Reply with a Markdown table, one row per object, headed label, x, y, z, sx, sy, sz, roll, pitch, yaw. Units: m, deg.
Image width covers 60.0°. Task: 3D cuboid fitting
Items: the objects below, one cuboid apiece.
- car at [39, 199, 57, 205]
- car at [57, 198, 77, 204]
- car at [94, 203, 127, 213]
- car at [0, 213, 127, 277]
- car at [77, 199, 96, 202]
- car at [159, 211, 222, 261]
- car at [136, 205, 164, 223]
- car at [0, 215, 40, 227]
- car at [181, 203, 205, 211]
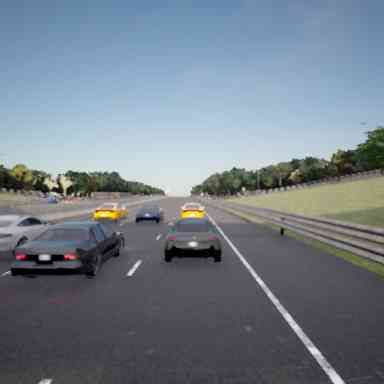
| label | x | y | z | sx | sy | sz | roll | pitch | yaw |
| --- | --- | --- | --- | --- | --- | --- | --- | --- | --- |
| car | -24.998 | 1.933 | 58.300 | 1.882 | 1.535 | 5.008 | 0 | 0 | -1 |
| car | -21.514 | 1.812 | 58.643 | 2.097 | 1.767 | 4.553 | 0 | 0 | -1 |
| car | -6.943 | 1.695 | 28.710 | 1.882 | 1.535 | 5.008 | 0 | 0 | 0 |
| car | -3.471 | 1.619 | 10.396 | 2.033 | 1.411 | 5.357 | 0 | 0 | 1 |
| car | -18.017 | 1.939 | 58.689 | 1.882 | 1.535 | 5.008 | 0 | 0 | -1 |
| car | 0.048 | 1.653 | 12.683 | 1.994 | 1.385 | 4.181 | 0 | 0 | 1 |
| car | -3.449 | 1.774 | 27.783 | 1.994 | 1.385 | 4.181 | 0 | 0 | 0 |
| car | -6.947 | 1.617 | 13.219 | 1.812 | 1.442 | 4.674 | 0 | 0 | 1 |
| car | 0.058 | 1.695 | 28.708 | 1.882 | 1.535 | 5.008 | 0 | 0 | 0 |
